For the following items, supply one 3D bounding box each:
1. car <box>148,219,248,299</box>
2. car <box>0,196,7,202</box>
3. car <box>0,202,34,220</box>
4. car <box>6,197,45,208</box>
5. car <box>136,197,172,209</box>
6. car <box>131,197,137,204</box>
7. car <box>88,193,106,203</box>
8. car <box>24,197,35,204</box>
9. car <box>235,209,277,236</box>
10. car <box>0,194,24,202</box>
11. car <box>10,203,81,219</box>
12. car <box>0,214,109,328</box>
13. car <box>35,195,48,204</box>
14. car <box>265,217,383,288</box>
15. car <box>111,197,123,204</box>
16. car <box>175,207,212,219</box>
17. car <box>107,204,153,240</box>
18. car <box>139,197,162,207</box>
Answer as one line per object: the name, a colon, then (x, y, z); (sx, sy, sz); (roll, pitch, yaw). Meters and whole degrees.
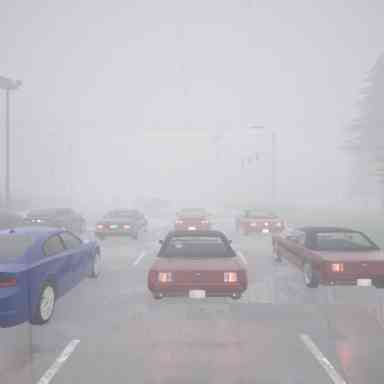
car: (0.091, 1.601, 8.376); (1.895, 1.301, 4.718); (0, 0, 0)
car: (-22.185, 1.491, 34.217); (4.902, 1.511, 2.128); (0, 0, -2)
car: (-10.436, 1.491, 16.959); (2.128, 1.511, 4.902); (0, 0, 0)
car: (-24.112, 1.526, 48.337); (4.674, 1.442, 1.812); (0, 0, -4)
car: (-4.768, 1.547, 44.875); (2.033, 1.411, 5.357); (0, 0, 26)
car: (-9.174, 1.547, 55.923); (2.033, 1.411, 5.357); (0, 0, -4)
car: (-19.199, 1.223, 67.595); (2.150, 2.045, 5.566); (0, 0, -21)
car: (-23.117, 1.220, 41.260); (5.566, 2.045, 2.150); (0, 0, -2)
car: (3.542, 1.601, 18.336); (1.895, 1.301, 4.718); (0, 0, -1)
car: (-22.654, 1.221, 37.684); (5.566, 2.045, 2.150); (0, 0, -2)
car: (-6.935, 1.505, 16.975); (1.837, 1.490, 4.892); (0, 0, 0)
car: (-3.407, 1.478, 7.118); (1.882, 1.535, 5.008); (0, 0, 0)
car: (-22.622, 1.491, 44.811); (4.902, 1.511, 2.128); (0, 0, -3)
car: (3.592, 1.601, 9.168); (1.895, 1.301, 4.718); (0, 0, 0)
car: (-13.878, 1.564, 61.733); (1.994, 1.385, 4.181); (0, 0, -16)
car: (0.053, 1.526, 17.479); (1.812, 1.442, 4.674); (0, 0, 1)
car: (-3.429, 1.547, 16.928); (2.033, 1.411, 5.357); (0, 0, 0)
car: (-6.331, 1.564, 51.271); (1.994, 1.385, 4.181); (0, 0, 16)
